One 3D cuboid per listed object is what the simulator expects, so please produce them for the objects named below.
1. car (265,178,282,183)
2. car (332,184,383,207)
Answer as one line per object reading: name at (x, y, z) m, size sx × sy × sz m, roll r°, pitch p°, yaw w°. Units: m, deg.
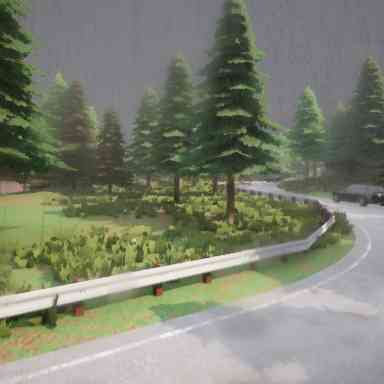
car at (15.976, -2.457, 65.405) m, size 1.895 × 1.301 × 4.718 m, roll 1°, pitch 4°, yaw 36°
car at (13.179, 0.135, 26.262) m, size 2.097 × 1.767 × 4.553 m, roll 1°, pitch 4°, yaw -13°
